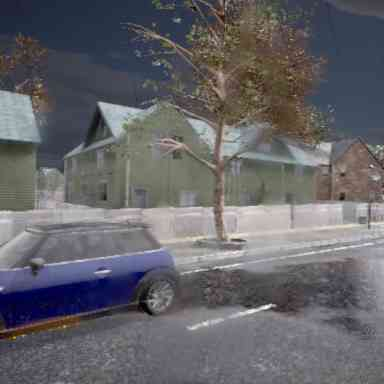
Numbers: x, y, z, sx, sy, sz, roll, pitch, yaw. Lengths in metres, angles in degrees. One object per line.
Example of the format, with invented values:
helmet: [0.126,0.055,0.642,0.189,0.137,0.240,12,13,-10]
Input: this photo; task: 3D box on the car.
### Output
car: [-2.467,1.355,5.904,4.553,1.767,2.097,1,0,-35]
